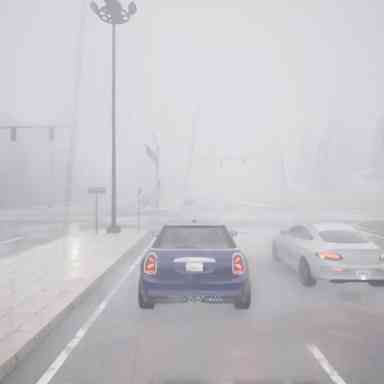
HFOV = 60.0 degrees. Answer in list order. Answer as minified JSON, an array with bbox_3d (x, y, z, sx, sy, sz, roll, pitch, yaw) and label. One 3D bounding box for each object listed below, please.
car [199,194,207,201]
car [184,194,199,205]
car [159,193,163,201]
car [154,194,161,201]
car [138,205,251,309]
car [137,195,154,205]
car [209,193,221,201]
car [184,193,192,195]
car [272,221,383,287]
[{"bbox_3d":[2.723,1.504,85.405,1.812,1.442,4.674,0,0,-1],"label":"car"},{"bbox_3d":[-0.244,1.519,54.838,1.812,1.442,4.674,0,0,-1],"label":"car"},{"bbox_3d":[-8.834,1.202,88.518,2.150,2.045,5.566,0,0,-1],"label":"car"},{"bbox_3d":[-8.566,1.544,73.225,1.994,1.385,4.181,0,0,-1],"label":"car"},{"bbox_3d":[0.058,1.351,8.018,2.097,1.767,4.553,0,0,0],"label":"car"},{"bbox_3d":[-8.384,1.346,58.632,2.097,1.767,4.553,0,0,-1],"label":"car"},{"bbox_3d":[6.228,1.205,85.138,2.150,2.045,5.566,0,0,-1],"label":"car"},{"bbox_3d":[-0.777,1.479,85.342,1.837,1.490,4.892,0,0,-1],"label":"car"},{"bbox_3d":[3.561,1.525,9.222,1.812,1.442,4.674,0,0,0],"label":"car"}]
